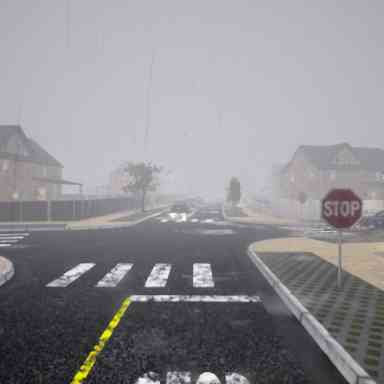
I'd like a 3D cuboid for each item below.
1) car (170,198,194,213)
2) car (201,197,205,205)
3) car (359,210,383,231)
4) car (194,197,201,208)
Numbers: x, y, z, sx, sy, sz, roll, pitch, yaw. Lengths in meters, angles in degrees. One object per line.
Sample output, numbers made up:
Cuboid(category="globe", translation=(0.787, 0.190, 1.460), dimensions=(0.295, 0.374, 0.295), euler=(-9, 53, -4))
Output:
Cuboid(category="car", translation=(-1.243, 1.581, 37.339), dimensions=(1.994, 1.385, 4.181), euler=(0, 0, 5))
Cuboid(category="car", translation=(1.215, 1.577, 60.099), dimensions=(2.033, 1.411, 5.357), euler=(0, 0, 8))
Cuboid(category="car", translation=(12.583, 1.749, 19.878), dimensions=(4.718, 1.301, 1.895), euler=(1, 0, -15))
Cuboid(category="car", translation=(-0.264, 1.571, 47.904), dimensions=(2.033, 1.411, 5.357), euler=(0, 0, 6))
